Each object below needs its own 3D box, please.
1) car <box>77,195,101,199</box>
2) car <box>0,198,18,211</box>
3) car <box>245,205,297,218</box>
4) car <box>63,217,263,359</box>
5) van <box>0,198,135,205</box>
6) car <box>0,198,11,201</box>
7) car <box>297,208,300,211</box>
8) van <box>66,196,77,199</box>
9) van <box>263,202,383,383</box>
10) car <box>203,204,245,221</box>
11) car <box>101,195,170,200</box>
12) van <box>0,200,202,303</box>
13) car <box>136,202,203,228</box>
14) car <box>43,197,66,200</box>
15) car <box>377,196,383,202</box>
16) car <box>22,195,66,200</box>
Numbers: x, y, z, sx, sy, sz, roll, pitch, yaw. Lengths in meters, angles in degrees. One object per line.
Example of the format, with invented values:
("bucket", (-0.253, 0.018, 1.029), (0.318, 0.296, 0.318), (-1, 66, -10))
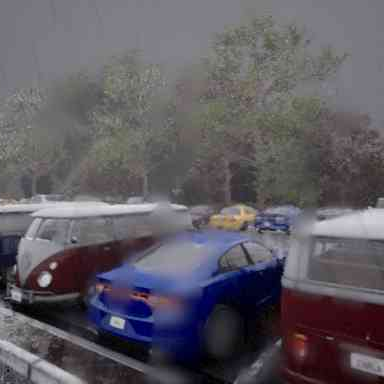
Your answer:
("car", (-5.986, 1.288, 27.068), (2.435, 2.045, 5.566), (0, 0, 36))
("car", (-24.018, 1.523, 40.028), (2.231, 1.521, 4.892), (0, 0, 36))
("car", (5.261, 1.498, 18.927), (2.097, 1.535, 5.008), (0, 0, 36))
("car", (0.486, 1.505, 6.247), (2.097, 1.535, 5.008), (0, 0, 36))
("van", (-3.995, 1.313, 9.624), (1.878, 1.987, 4.442), (0, 0, 36))
("car", (-17.247, 1.403, 35.182), (2.185, 1.767, 4.553), (0, 0, 36))
("car", (7.514, 1.482, 17.303), (2.231, 1.521, 4.892), (0, 0, 36))
("van", (-8.187, 1.312, 28.762), (1.878, 1.987, 4.442), (0, 0, 36))
("van", (2.830, 1.260, 4.708), (1.878, 1.987, 4.442), (0, 0, 36))
("car", (3.118, 1.509, 20.704), (1.946, 1.575, 5.366), (0, 0, 36))
("car", (-3.766, 1.286, 25.399), (2.435, 2.045, 5.566), (0, 0, 36))
("van", (-1.858, 1.298, 7.797), (1.878, 1.987, 4.442), (-1, 0, 36))
("car", (-1.480, 1.562, 23.824), (2.163, 1.488, 4.792), (0, 0, 36))
("car", (-10.398, 1.532, 30.441), (1.946, 1.575, 5.366), (0, 0, 36))
("car", (9.750, 1.210, 15.663), (2.435, 2.045, 5.566), (0, 0, 36))
("car", (-12.743, 1.282, 31.935), (2.435, 2.045, 5.566), (0, 0, 36))
